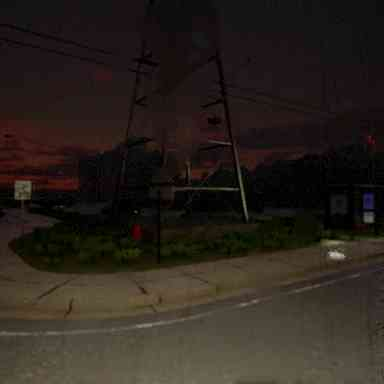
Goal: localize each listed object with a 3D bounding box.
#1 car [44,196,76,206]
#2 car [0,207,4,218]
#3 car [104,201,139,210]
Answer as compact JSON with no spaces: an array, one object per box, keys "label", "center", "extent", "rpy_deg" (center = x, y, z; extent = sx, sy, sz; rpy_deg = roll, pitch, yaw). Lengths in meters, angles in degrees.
[{"label":"car","center":[-20.635,1.442,52.132],"extent":[4.605,1.855,1.932],"rpy_deg":[1,0,-36]},{"label":"car","center":[-16.897,1.515,25.536],"extent":[4.193,1.474,1.816],"rpy_deg":[1,0,-36]},{"label":"car","center":[-7.219,1.656,34.094],"extent":[3.905,1.438,1.784],"rpy_deg":[1,0,-36]}]
